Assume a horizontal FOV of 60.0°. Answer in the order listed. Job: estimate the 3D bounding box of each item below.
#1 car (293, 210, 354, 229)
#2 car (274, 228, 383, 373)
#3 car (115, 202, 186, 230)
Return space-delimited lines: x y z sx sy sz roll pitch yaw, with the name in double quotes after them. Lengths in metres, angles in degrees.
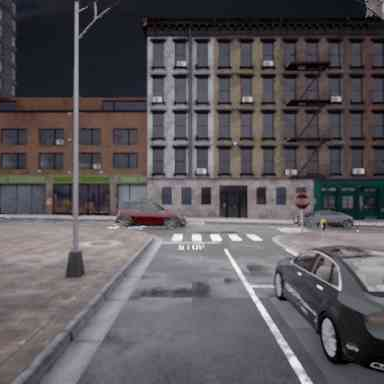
9.743 2.010 24.786 4.181 1.385 1.994 1 -1 0 "car"
2.641 1.596 5.702 2.008 1.369 4.403 0 0 0 "car"
-2.628 1.486 21.886 4.553 1.767 2.097 1 -1 0 "car"
